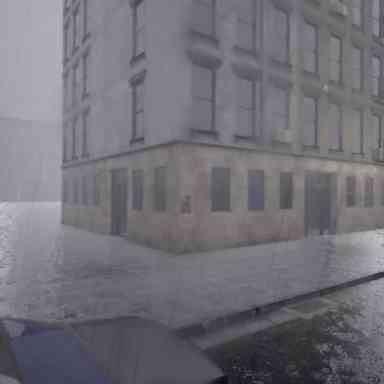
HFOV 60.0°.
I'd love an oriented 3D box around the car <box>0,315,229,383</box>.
[{"bbox_3d":[-2.158,1.545,1.532,5.357,1.411,2.033,0,0,-35],"label":"car"}]
